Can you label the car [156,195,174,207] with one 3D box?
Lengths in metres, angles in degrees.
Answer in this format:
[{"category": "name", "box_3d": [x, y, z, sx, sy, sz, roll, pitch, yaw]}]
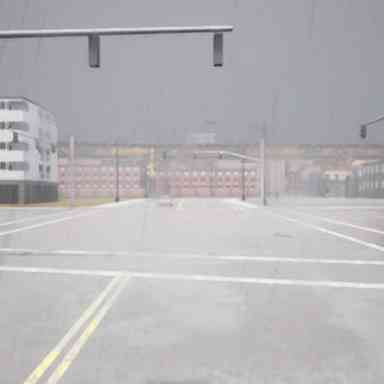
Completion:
[{"category": "car", "box_3d": [-3.482, 1.187, 42.741, 1.812, 1.442, 4.674, 0, 1, 0]}]
